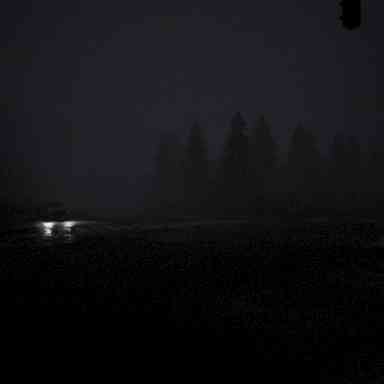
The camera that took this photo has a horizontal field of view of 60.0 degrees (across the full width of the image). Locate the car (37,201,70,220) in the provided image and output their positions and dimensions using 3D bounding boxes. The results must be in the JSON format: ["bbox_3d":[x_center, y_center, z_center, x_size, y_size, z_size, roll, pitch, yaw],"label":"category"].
[{"bbox_3d":[-12.147,1.541,29.007,1.882,1.535,5.008,1,0,-36],"label":"car"}]
